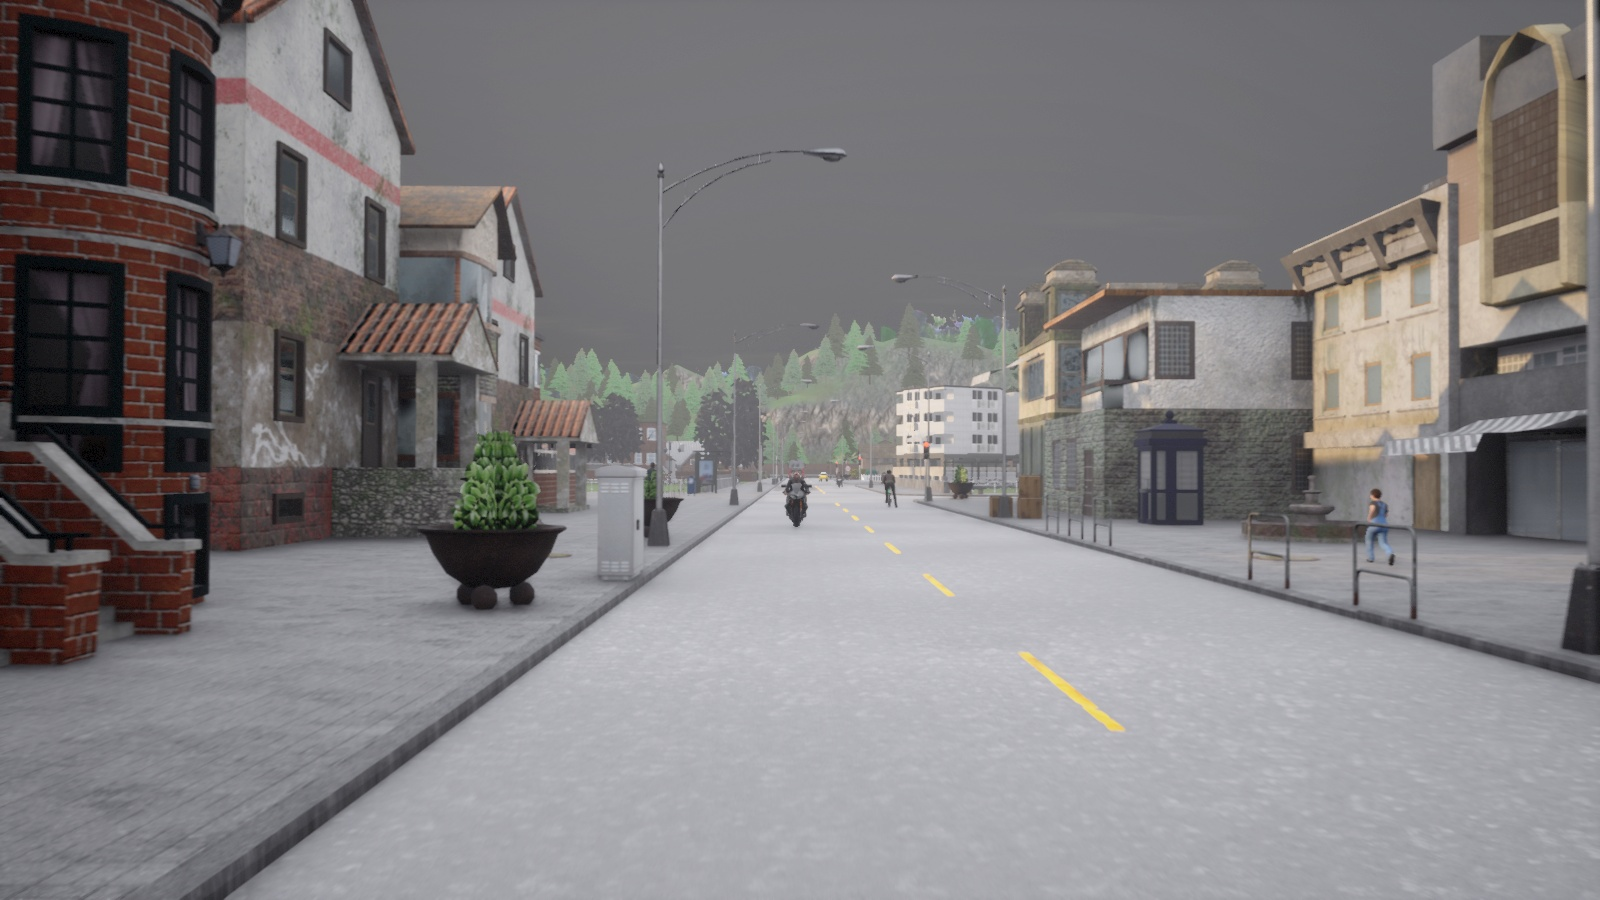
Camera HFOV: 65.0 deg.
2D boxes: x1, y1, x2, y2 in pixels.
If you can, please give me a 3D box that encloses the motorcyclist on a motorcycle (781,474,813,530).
[{"bbox_3d":[-0.087,1.443,35.419,0.866,1.530,2.191,0,-1,0],"label":"motorcyclist on a motorcycle"}]
